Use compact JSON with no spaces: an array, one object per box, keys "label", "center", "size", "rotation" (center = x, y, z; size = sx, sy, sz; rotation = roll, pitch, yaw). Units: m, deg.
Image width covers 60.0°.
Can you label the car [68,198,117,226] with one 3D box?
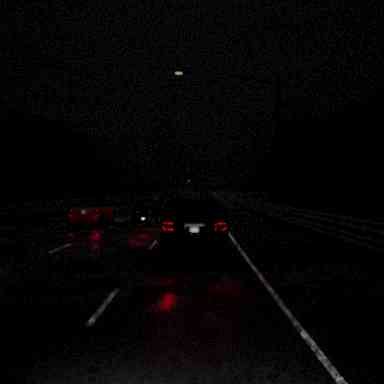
[{"label":"car","center":[-6.581,1.264,22.479],"size":[2.097,1.767,4.553],"rotation":[0,0,1]}]

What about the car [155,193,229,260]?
[{"label":"car","center":[0.110,1.189,12.397],"size":[2.150,2.045,5.566],"rotation":[0,0,1]}]

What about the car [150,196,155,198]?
[{"label":"car","center":[-5.449,1.275,51.312],"size":[1.882,1.535,5.008],"rotation":[0,0,3]}]

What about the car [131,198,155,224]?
[{"label":"car","center":[-3.059,1.426,23.700],"size":[1.837,1.490,4.892],"rotation":[0,0,2]}]
